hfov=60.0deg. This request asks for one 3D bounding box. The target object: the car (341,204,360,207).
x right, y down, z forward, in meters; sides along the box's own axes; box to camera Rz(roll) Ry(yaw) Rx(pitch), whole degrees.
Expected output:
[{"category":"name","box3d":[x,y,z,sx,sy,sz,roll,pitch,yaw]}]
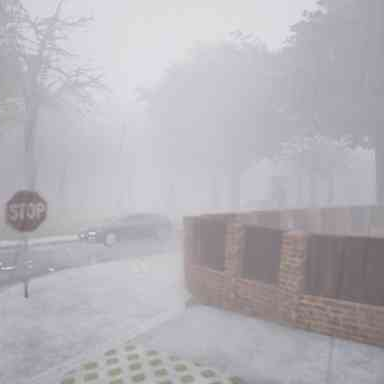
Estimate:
[{"category":"car","box3d":[16.827,1.944,35.144,5.357,1.411,2.033,1,-2,-43]}]

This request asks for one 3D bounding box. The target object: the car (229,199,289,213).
[{"category":"car","box3d":[4.952,1.525,24.098,5.566,2.045,2.150,1,-2,-43]}]

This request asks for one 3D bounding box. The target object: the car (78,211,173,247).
[{"category":"car","box3d":[-3.162,1.743,16.512,4.892,1.490,1.837,0,-2,-43]}]
